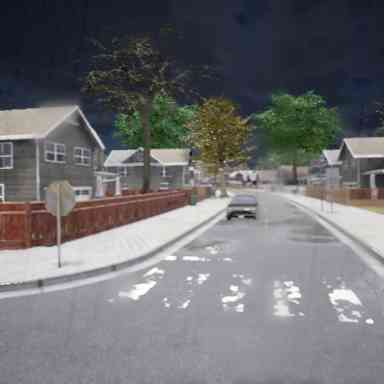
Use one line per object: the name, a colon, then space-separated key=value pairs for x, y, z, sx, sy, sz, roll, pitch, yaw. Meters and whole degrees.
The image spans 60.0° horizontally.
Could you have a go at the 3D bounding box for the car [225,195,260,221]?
car: x=3.292 y=0.923 z=21.055 sx=2.033 sy=1.411 sz=5.357 roll=0 pitch=2 yaw=13
